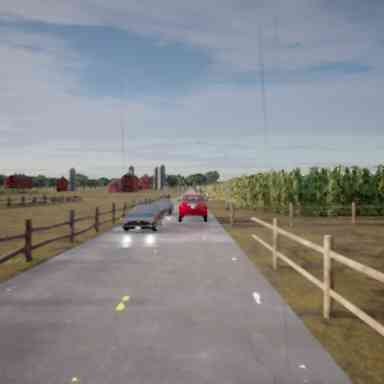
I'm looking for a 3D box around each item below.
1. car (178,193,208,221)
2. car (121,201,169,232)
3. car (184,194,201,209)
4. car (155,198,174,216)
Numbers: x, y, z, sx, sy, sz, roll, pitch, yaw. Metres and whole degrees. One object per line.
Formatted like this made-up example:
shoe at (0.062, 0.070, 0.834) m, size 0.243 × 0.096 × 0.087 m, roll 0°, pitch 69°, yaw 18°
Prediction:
car at (0.082, 1.114, 26.089) m, size 2.150 × 2.045 × 5.566 m, roll 0°, pitch 0°, yaw 0°
car at (-2.772, 1.465, 19.845) m, size 2.033 × 1.411 × 5.357 m, roll 0°, pitch 0°, yaw 0°
car at (0.101, 1.175, 42.543) m, size 2.097 × 1.767 × 4.553 m, roll 0°, pitch 0°, yaw 0°
car at (-2.775, 1.361, 31.382) m, size 2.128 × 1.511 × 4.902 m, roll 0°, pitch 0°, yaw 1°
